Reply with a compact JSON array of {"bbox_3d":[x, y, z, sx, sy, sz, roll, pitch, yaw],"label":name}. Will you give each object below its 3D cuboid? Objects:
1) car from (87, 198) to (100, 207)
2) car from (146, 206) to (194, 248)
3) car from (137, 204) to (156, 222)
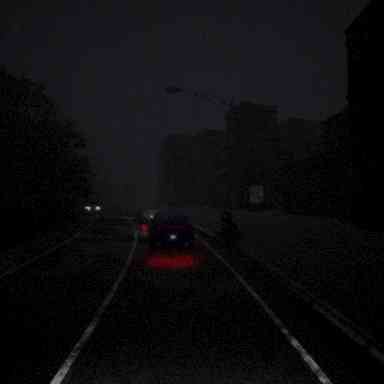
[{"bbox_3d":[-16.824,1.794,56.917,1.837,1.490,4.892,2,-1,-20],"label":"car"},{"bbox_3d":[-1.059,1.642,15.628,1.882,1.535,5.008,1,0,-7],"label":"car"},{"bbox_3d":[-3.914,1.846,30.026,1.812,1.442,4.674,1,-1,-14],"label":"car"}]
